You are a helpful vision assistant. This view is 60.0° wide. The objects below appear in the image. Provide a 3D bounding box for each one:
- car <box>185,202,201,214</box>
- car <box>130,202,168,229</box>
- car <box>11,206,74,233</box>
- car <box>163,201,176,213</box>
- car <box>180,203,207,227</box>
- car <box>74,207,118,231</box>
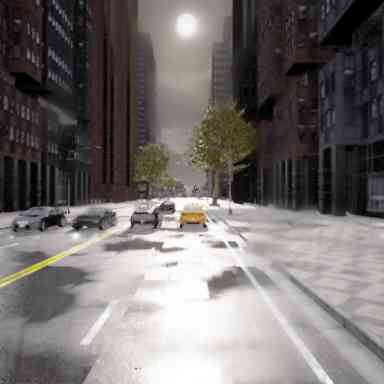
[{"bbox_3d":[0.095,2.026,42.141,1.895,1.301,4.718,0,-1,0],"label":"car"},{"bbox_3d":[-3.172,1.735,23.846,2.128,1.511,4.902,0,0,0],"label":"car"},{"bbox_3d":[-9.771,1.710,21.613,2.128,1.511,4.902,0,-1,0],"label":"car"},{"bbox_3d":[-3.150,1.921,44.073,1.882,1.535,5.008,0,0,0],"label":"car"},{"bbox_3d":[0.082,1.734,25.116,1.882,1.535,5.008,0,0,0],"label":"car"},{"bbox_3d":[-6.508,1.779,22.930,2.033,1.411,5.357,0,-1,1],"label":"car"}]
